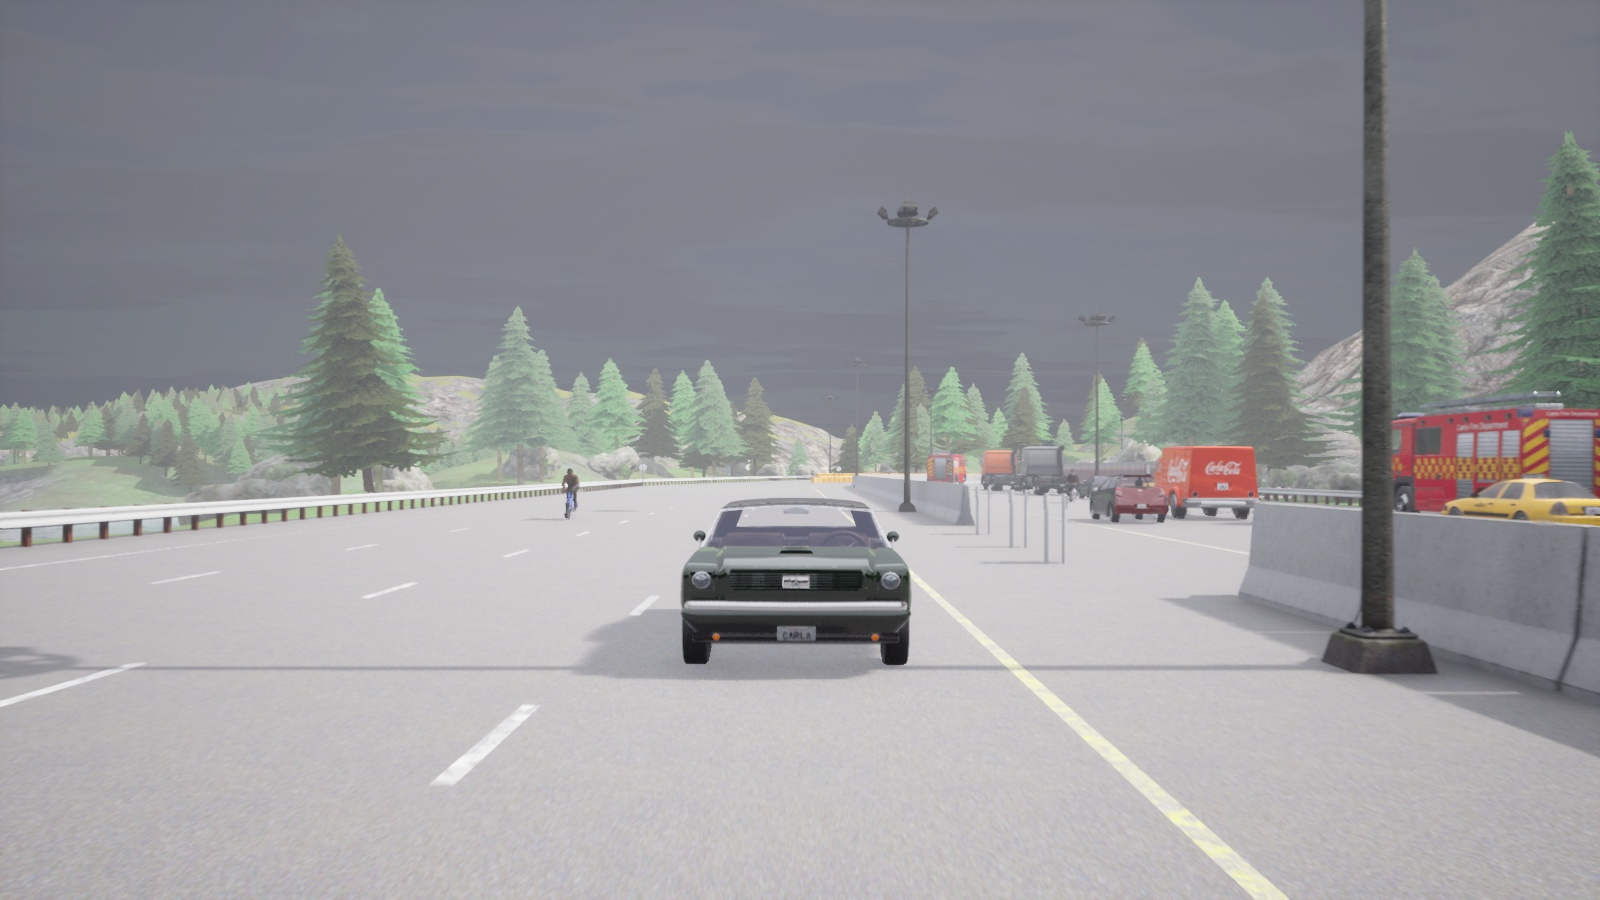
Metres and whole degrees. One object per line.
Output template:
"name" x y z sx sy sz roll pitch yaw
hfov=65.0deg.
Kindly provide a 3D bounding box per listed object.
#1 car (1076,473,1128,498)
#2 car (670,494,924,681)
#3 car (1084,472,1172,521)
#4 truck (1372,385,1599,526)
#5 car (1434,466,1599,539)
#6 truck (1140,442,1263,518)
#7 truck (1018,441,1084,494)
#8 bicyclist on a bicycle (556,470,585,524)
"car" 17.315 2.017 72.181 1.994 1.385 4.181 0 -1 0
"car" -0.027 1.112 11.756 1.895 1.301 4.718 0 -1 0
"car" 10.406 1.457 40.108 1.845 1.501 3.633 0 -1 0
"truck" 20.905 0.210 38.450 2.891 3.827 8.468 0 -1 0
"car" 17.430 1.188 30.044 1.801 1.575 5.366 0 -1 0
"truck" 13.896 1.010 43.857 2.627 2.467 5.204 0 -1 0
"truck" 17.235 1.215 86.702 2.891 3.462 7.936 0 -1 0
"bicyclist on a bicycle" -7.091 1.447 38.876 0.582 1.620 1.656 0 0 0
